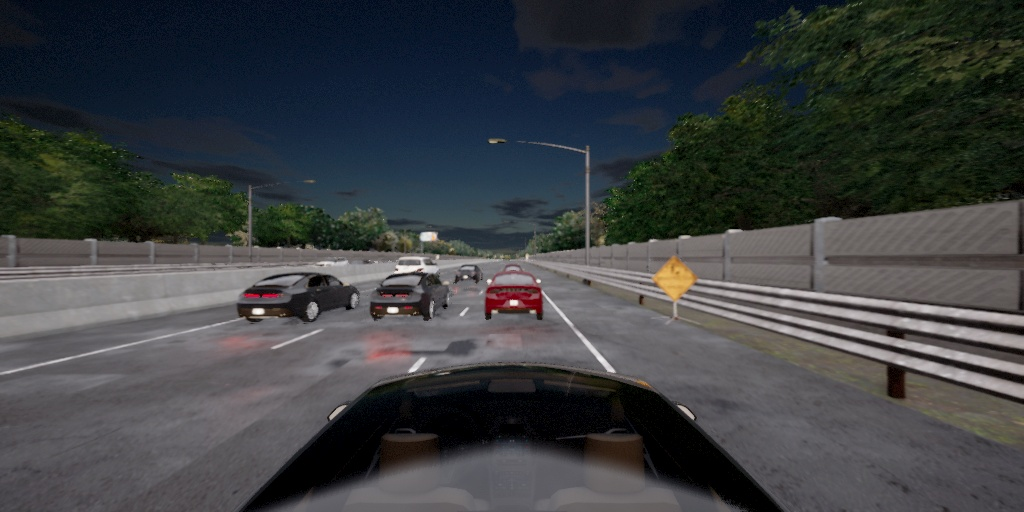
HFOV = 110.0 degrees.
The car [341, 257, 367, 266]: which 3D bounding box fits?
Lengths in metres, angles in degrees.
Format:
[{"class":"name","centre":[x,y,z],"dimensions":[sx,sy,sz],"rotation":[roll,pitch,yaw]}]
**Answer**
[{"class":"car","centre":[-21.076,1.305,49.433],"dimensions":[2.097,1.767,4.553],"rotation":[0,0,0]}]

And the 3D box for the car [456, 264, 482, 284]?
[{"class":"car","centre":[-3.428,1.398,28.797],"dimensions":[1.812,1.442,4.674],"rotation":[0,0,0]}]

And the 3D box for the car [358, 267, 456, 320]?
[{"class":"car","centre":[-3.432,1.309,12.795],"dimensions":[1.837,1.490,4.892],"rotation":[0,0,0]}]

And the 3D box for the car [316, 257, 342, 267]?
[{"class":"car","centre":[-24.574,1.174,49.206],"dimensions":[2.150,2.045,5.566],"rotation":[0,0,0]}]

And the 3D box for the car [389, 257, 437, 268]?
[{"class":"car","centre":[-6.939,1.087,26.656],"dimensions":[2.150,2.045,5.566],"rotation":[0,0,1]}]

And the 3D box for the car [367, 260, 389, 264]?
[{"class":"car","centre":[-17.581,1.444,49.300],"dimensions":[2.128,1.511,4.902],"rotation":[0,0,0]}]

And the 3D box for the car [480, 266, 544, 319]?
[{"class":"car","centre":[0.071,1.282,13.147],"dimensions":[1.882,1.535,5.008],"rotation":[0,-1,0]}]

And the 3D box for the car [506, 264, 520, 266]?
[{"class":"car","centre":[0.069,1.397,28.713],"dimensions":[1.812,1.442,4.674],"rotation":[0,0,0]}]

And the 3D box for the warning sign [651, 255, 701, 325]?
[{"class":"warning sign","centre":[4.549,0.905,10.005],"dimensions":[1.300,1.860,1.060],"rotation":[0,0,0]}]

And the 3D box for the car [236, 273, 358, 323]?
[{"class":"car","centre":[-6.935,1.303,12.248],"dimensions":[1.837,1.490,4.892],"rotation":[0,-1,0]}]
